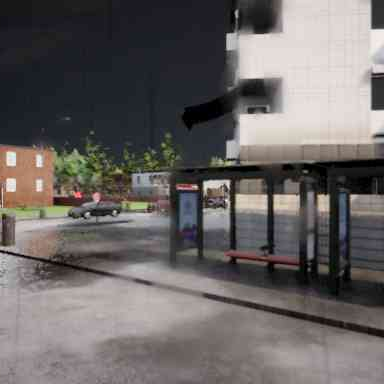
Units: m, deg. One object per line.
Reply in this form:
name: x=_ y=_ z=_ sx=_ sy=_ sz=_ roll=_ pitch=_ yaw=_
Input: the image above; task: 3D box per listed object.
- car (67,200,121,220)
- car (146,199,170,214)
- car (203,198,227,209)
car: x=-8.330 y=1.494 z=28.663 sx=1.837 sy=1.490 sz=4.892 roll=0 pitch=0 yaw=35
car: x=-2.847 y=1.467 z=36.349 sx=1.882 sy=1.535 sz=5.008 roll=0 pitch=0 yaw=36
car: x=2.934 y=1.553 z=44.442 sx=1.994 sy=1.385 sz=4.181 roll=0 pitch=0 yaw=35
